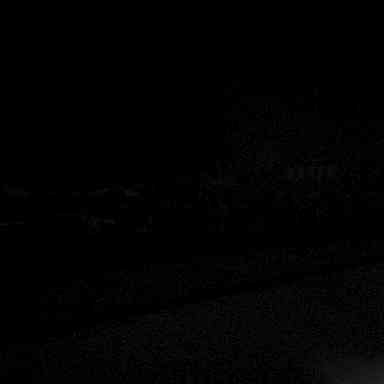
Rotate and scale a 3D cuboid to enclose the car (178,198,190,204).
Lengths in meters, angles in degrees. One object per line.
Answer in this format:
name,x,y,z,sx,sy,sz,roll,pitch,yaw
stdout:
car,-1.321,1.878,60.526,1.837,1.490,4.892,1,-1,-35
